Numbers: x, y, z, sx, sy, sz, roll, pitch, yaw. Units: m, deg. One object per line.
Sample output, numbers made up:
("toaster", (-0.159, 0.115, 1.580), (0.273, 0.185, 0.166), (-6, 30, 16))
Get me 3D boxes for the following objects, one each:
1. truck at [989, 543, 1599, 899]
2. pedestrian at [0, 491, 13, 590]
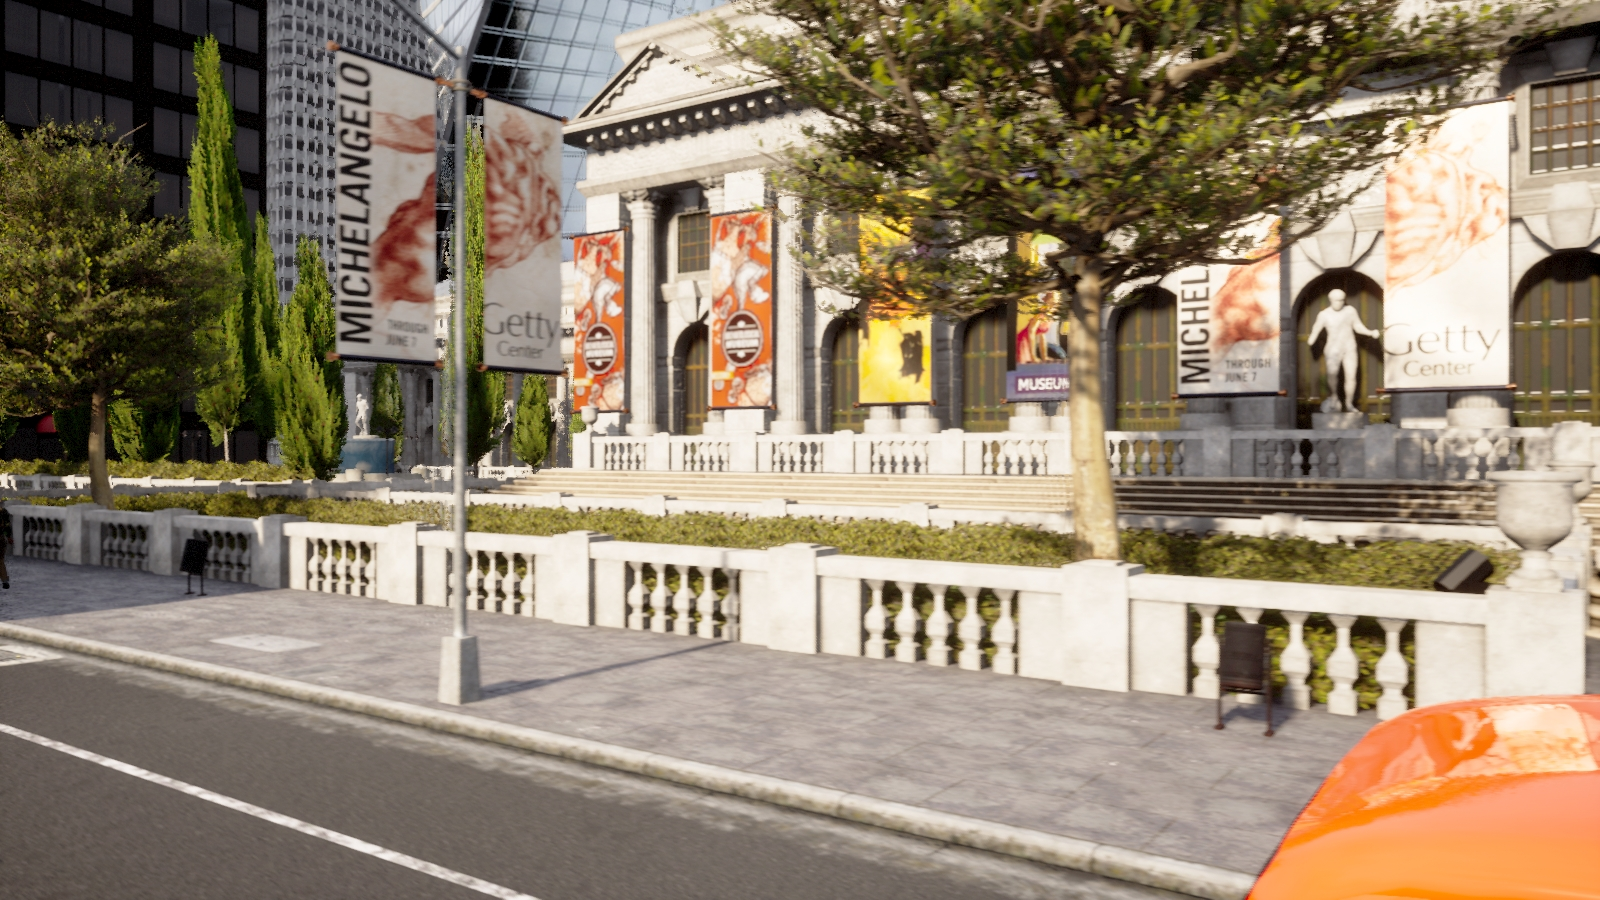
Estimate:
("truck", (3.209, 1.568, 1.538), (5.204, 2.467, 2.627), (0, 0, 35))
("pedestrian", (-15.209, 1.715, 21.643), (0.375, 1.860, 0.375), (0, 0, 30))
